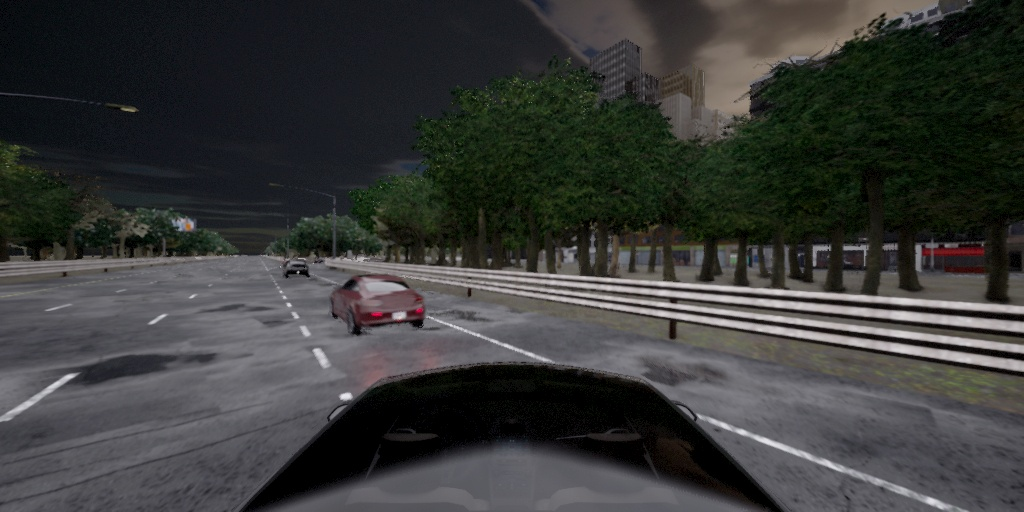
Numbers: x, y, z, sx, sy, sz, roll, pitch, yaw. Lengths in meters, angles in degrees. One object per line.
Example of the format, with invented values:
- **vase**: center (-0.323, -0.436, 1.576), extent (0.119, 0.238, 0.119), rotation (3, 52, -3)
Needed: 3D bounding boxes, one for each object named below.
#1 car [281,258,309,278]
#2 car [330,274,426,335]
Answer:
- **car**: center (-19.631, 1.143, 32.538), extent (1.837, 1.490, 4.892), rotation (0, 0, -35)
- **car**: center (-4.018, 1.253, 10.468), extent (1.812, 1.442, 4.674), rotation (0, 0, -35)
